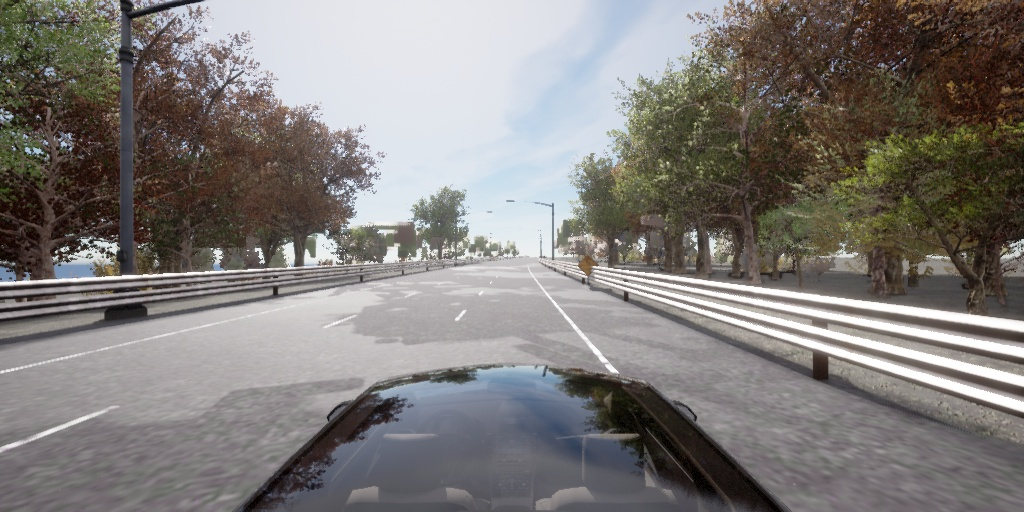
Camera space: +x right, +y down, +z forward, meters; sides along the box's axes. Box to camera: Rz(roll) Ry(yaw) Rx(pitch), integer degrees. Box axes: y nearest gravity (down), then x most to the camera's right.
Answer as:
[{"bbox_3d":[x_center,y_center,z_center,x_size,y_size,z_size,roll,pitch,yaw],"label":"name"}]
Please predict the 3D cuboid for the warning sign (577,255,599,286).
[{"bbox_3d":[4.670,0.860,21.882,1.300,1.860,1.060,0,0,1],"label":"warning sign"}]
